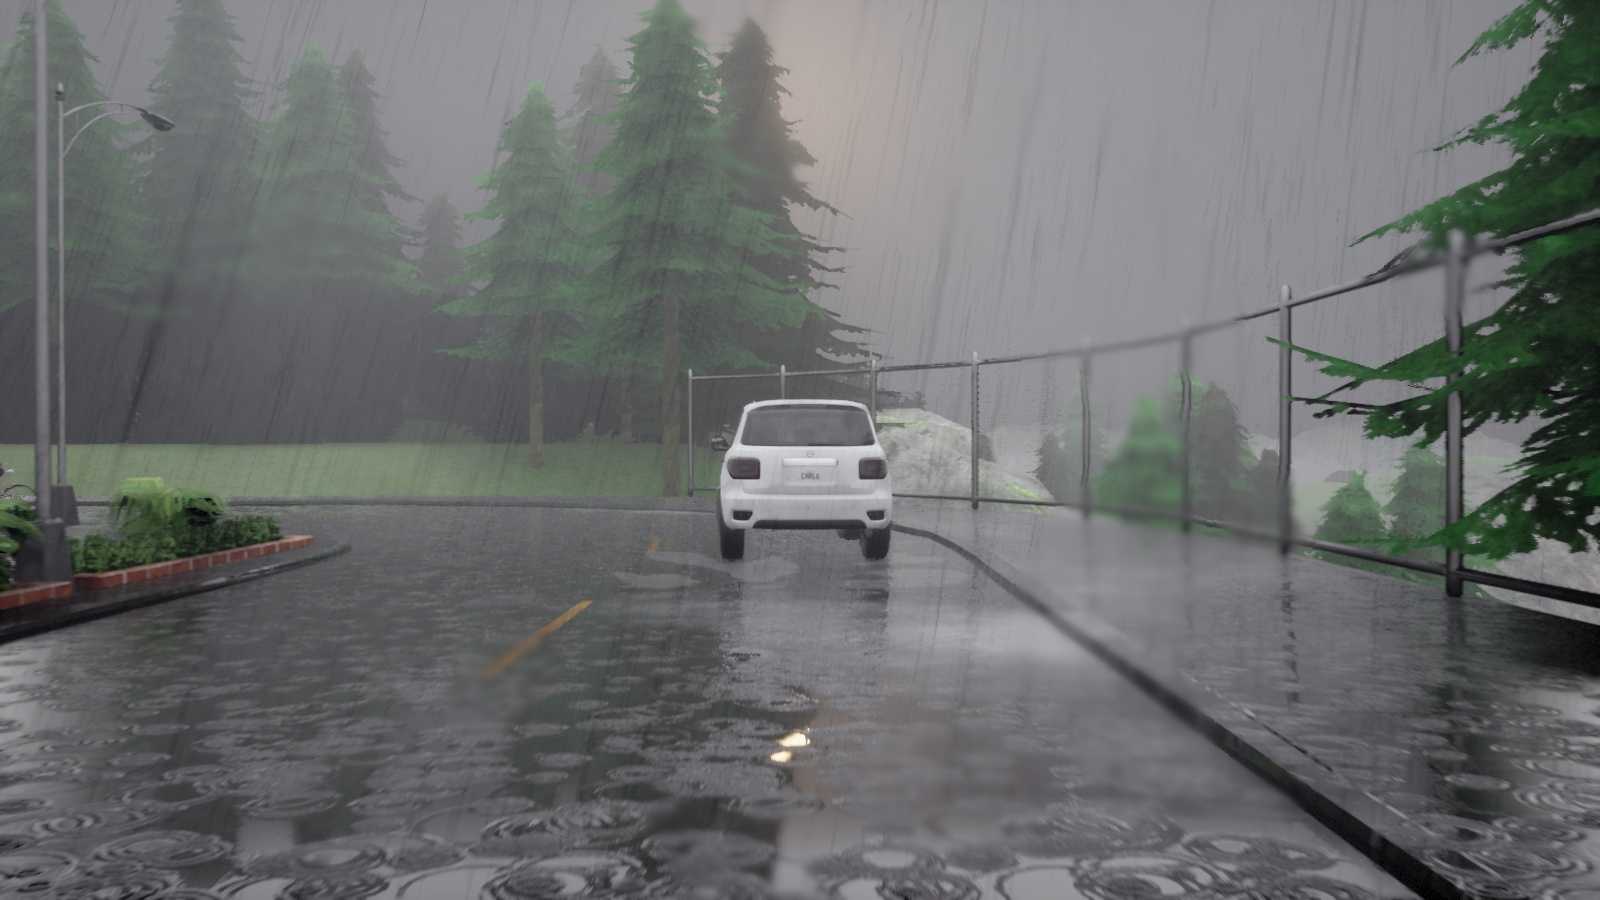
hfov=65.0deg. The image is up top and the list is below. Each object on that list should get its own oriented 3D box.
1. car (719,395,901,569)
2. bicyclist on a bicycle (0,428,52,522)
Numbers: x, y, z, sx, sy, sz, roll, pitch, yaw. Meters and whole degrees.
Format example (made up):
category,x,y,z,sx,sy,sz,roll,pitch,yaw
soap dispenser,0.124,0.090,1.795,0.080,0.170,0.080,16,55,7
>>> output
category,x,y,z,sx,sy,sz,roll,pitch,yaw
car,-0.057,0.367,17.593,2.150,2.045,5.566,0,0,-4
bicyclist on a bicycle,-15.365,0.470,23.904,1.843,1.776,0.659,0,0,0
